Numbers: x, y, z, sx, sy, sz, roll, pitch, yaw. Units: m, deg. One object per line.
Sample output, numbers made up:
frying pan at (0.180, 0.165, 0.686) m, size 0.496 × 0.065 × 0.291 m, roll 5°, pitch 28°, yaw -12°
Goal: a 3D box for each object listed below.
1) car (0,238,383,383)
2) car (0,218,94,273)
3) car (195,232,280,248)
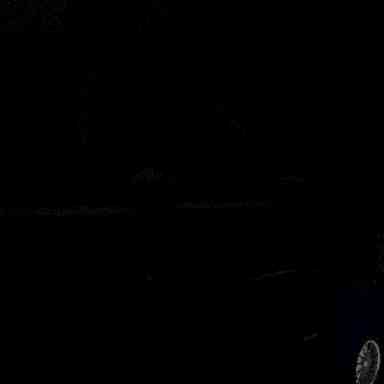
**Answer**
car at (0.377, 1.526, 3.647) m, size 4.674 × 1.442 × 1.812 m, roll 0°, pitch 0°, yaw -35°
car at (-3.631, 1.315, 3.968) m, size 5.009 × 1.841 × 2.192 m, roll 0°, pitch 0°, yaw -35°
car at (1.000, 1.582, 7.261) m, size 4.206 × 1.307 × 1.802 m, roll 0°, pitch 0°, yaw -35°
